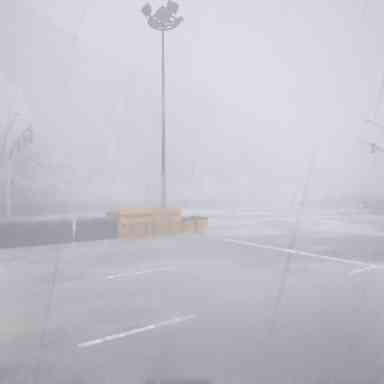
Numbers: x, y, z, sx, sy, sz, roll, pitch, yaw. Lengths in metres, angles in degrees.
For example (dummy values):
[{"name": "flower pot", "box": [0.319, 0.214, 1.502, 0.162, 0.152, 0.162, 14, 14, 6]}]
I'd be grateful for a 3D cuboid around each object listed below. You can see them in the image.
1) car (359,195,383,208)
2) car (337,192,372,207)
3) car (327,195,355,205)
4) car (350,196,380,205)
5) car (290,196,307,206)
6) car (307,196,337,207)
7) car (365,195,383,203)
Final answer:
[{"name": "car", "box": [23.805, 1.431, 42.550, 4.718, 1.301, 1.895, 0, 0, -36]}, {"name": "car", "box": [23.070, 1.044, 46.326, 5.566, 2.045, 2.150, 0, 0, -36]}, {"name": "car", "box": [25.386, 1.279, 56.564, 4.902, 1.511, 2.128, 0, 0, -35]}, {"name": "car", "box": [28.267, 1.331, 54.319, 5.357, 1.411, 2.033, 0, 0, -35]}, {"name": "car", "box": [16.929, 1.360, 50.540, 4.674, 1.442, 1.812, 0, 0, -35]}, {"name": "car", "box": [19.431, 1.323, 48.025, 4.902, 1.511, 2.128, 0, 0, -36]}, {"name": "car", "box": [35.041, 1.332, 63.391, 4.718, 1.301, 1.895, 0, 0, -36]}]
